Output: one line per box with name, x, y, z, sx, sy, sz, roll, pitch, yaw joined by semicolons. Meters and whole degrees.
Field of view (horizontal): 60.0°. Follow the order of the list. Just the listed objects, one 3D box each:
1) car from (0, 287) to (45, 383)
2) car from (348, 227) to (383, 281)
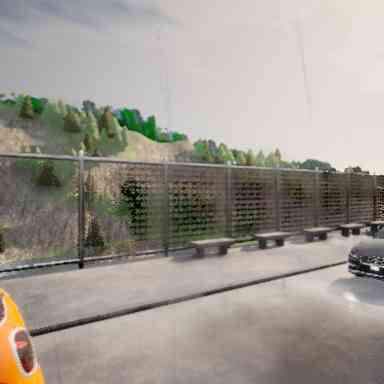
car;-3.471;1.355;2.117;4.553;1.767;2.097;0;0;-35
car;6.142;1.484;8.941;4.892;1.490;1.837;0;0;-35
